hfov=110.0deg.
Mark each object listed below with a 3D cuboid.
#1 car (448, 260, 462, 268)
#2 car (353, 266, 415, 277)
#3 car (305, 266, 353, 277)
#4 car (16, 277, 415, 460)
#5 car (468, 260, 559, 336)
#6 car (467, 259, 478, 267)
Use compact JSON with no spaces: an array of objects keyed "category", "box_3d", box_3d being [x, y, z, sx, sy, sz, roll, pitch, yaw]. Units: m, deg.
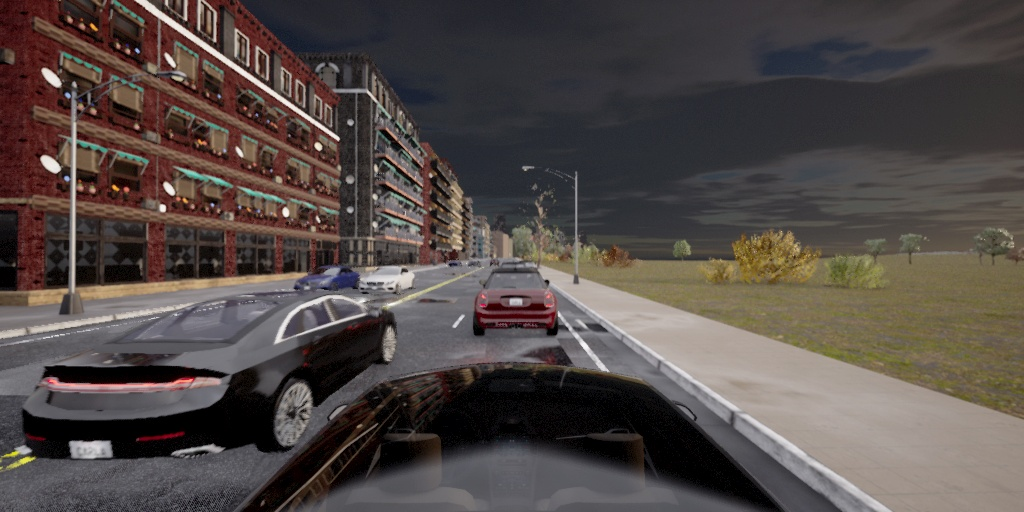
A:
[{"category":"car","box_3d":[-9.884,1.330,62.161,1.895,1.301,4.718,0,0,0]},{"category":"car","box_3d":[-6.634,1.272,19.637,1.812,1.442,4.674,0,0,0]},{"category":"car","box_3d":[-9.872,1.272,19.617,1.812,1.442,4.674,0,0,0]},{"category":"car","box_3d":[-3.156,1.240,5.110,2.128,1.511,4.902,0,0,0]},{"category":"car","box_3d":[0.084,1.100,10.571,2.097,1.767,4.553,0,0,0]},{"category":"car","box_3d":[-6.635,1.293,63.028,1.994,1.385,4.181,0,0,0]}]
